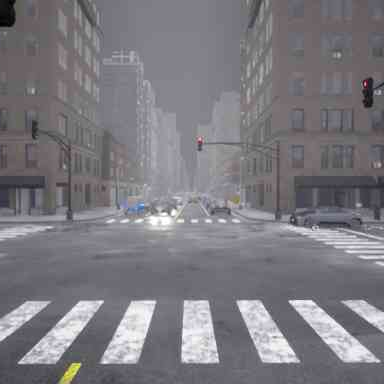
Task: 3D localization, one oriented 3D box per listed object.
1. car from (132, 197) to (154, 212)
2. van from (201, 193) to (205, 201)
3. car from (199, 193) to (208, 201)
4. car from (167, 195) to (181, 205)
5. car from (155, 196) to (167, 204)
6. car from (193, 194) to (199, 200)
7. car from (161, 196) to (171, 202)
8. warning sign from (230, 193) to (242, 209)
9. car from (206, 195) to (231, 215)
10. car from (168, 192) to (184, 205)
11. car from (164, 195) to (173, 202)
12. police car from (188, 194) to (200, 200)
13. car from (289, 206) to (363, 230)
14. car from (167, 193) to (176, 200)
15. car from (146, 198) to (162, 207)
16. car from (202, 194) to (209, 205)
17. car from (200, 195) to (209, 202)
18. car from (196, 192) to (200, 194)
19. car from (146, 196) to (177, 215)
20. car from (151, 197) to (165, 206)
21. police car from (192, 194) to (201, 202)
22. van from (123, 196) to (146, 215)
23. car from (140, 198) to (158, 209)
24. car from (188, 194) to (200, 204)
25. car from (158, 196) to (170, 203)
[{"bbox_3d":[-5.740,1.427,39.081,1.967,1.590,4.097,0,0,0],"label":"car"},{"bbox_3d":[2.838,1.321,56.065,1.690,1.788,3.998,0,0,0],"label":"van"},{"bbox_3d":[2.926,1.275,84.412,2.192,1.841,5.009,0,0,0],"label":"car"},{"bbox_3d":[-2.966,1.477,43.800,2.128,1.511,4.902,0,0,0],"label":"car"},{"bbox_3d":[-5.670,1.502,61.584,1.752,1.417,4.829,0,0,0],"label":"car"},{"bbox_3d":[1.062,1.412,89.579,1.801,1.575,5.366,0,0,0],"label":"car"},{"bbox_3d":[-5.634,1.514,73.090,1.887,1.381,4.507,0,0,0],"label":"car"},{"bbox_3d":[5.188,1.102,39.375,1.300,1.860,1.060,0,0,0],"label":"warning sign"},{"bbox_3d":[2.768,1.429,33.389,1.967,1.590,4.097,0,0,0],"label":"car"},{"bbox_3d":[-2.909,1.202,57.030,2.150,2.045,5.566,0,0,0],"label":"car"},{"bbox_3d":[-5.617,1.490,78.589,1.752,1.417,4.829,0,0,0],"label":"car"},{"bbox_3d":[0.567,1.376,95.408,1.930,1.638,5.238,0,0,-16],"label":"police car"},{"bbox_3d":[8.275,1.561,20.699,4.181,1.385,1.994,0,0,0],"label":"car"},{"bbox_3d":[-5.582,1.271,90.096,2.192,1.841,5.009,0,0,0],"label":"car"},{"bbox_3d":[-5.705,1.565,50.418,1.802,1.307,4.206,0,0,0],"label":"car"},{"bbox_3d":[2.803,1.425,44.727,1.967,1.590,4.097,0,0,0],"label":"car"},{"bbox_3d":[2.909,1.405,78.743,1.967,1.590,4.097,0,0,0],"label":"car"},{"bbox_3d":[0.224,1.262,72.960,1.882,1.535,5.008,0,0,0],"label":"car"},{"bbox_3d":[-3.003,1.480,33.554,2.128,1.511,4.902,0,0,0],"label":"car"},{"bbox_3d":[-5.687,1.546,56.086,1.947,1.339,4.313,0,0,0],"label":"car"},{"bbox_3d":[1.040,1.390,79.484,1.930,1.638,5.238,0,0,-1],"label":"police car"},{"bbox_3d":[-5.758,1.330,33.413,1.690,1.788,3.998,0,0,0],"label":"van"},{"bbox_3d":[-5.722,1.551,44.750,1.947,1.339,4.313,0,0,0],"label":"car"},{"bbox_3d":[0.193,1.577,62.987,1.895,1.301,4.718,0,0,0],"label":"car"},{"bbox_3d":[-5.652,1.539,67.423,1.947,1.339,4.313,0,0,0],"label":"car"}]
